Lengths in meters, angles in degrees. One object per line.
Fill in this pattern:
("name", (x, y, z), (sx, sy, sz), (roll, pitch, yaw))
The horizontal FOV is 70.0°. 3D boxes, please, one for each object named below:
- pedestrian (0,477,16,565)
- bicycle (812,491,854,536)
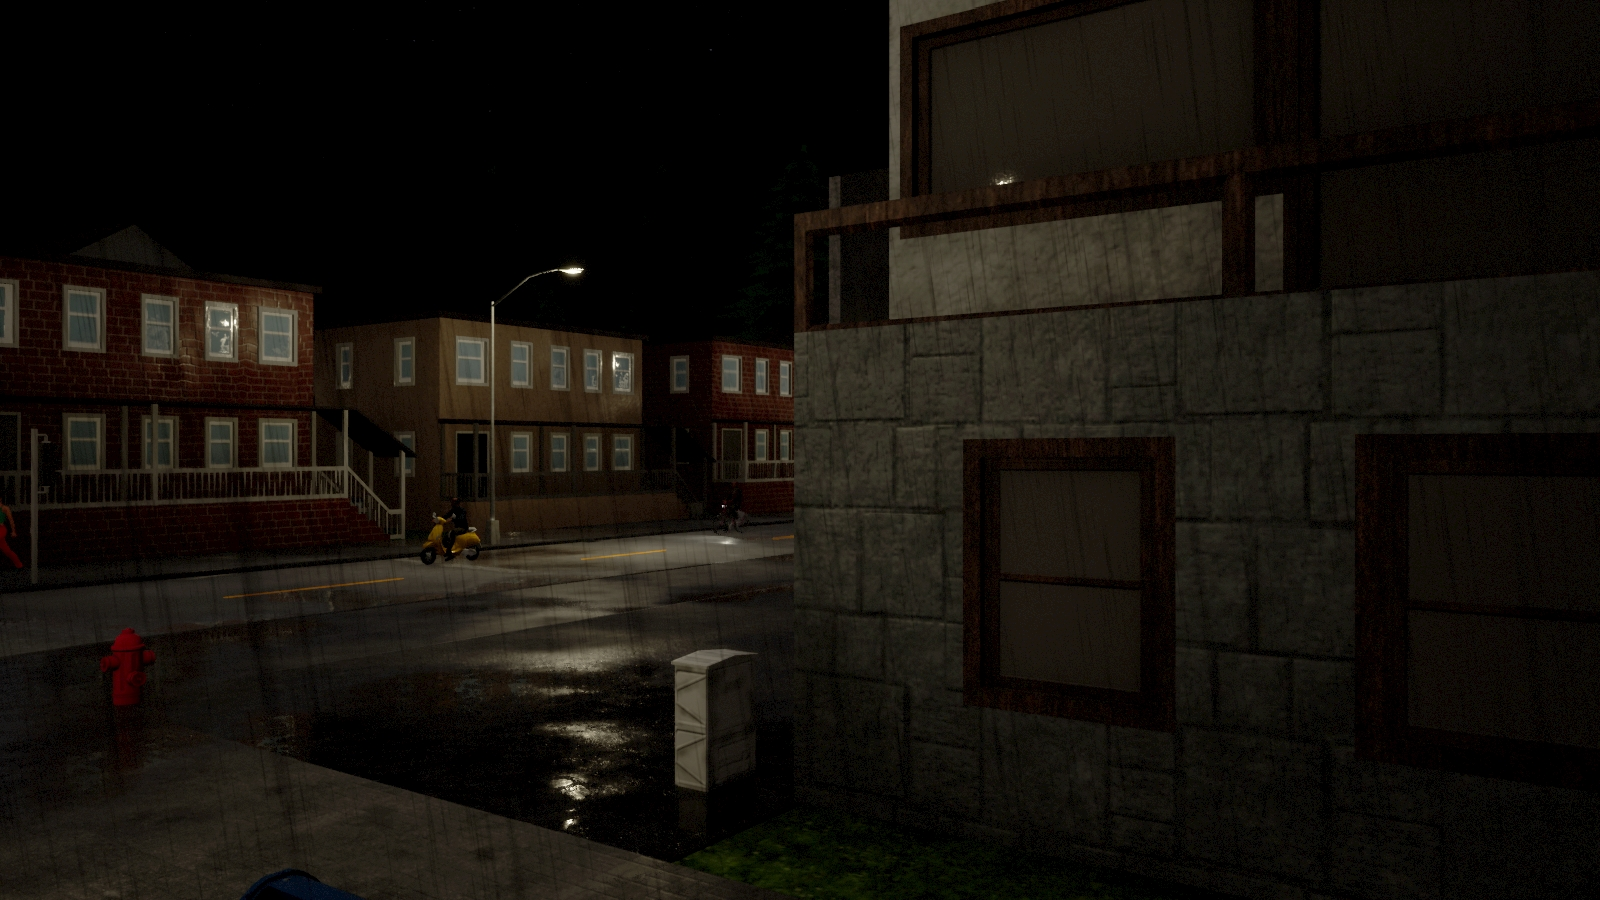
("pedestrian", (-16.982, 1.504, 24.294), (0.375, 1.860, 0.375), (0, 0, 24))
("bicycle", (1.029, 1.932, 35.094), (0.329, 1.271, 1.835), (0, 0, 35))
